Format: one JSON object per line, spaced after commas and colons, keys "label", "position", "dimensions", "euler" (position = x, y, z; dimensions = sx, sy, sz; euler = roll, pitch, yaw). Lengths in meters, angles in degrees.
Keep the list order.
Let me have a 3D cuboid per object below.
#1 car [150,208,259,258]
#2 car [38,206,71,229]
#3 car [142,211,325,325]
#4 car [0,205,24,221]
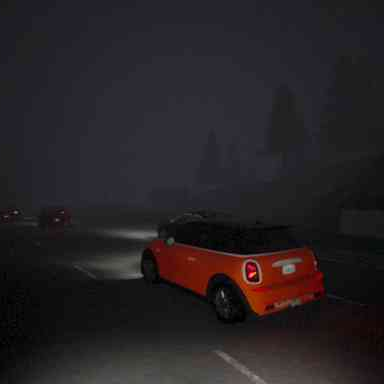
{"label": "car", "position": [0.301, 1.556, 14.139], "dimensions": [2.128, 1.511, 4.902], "euler": [-1, 0, -34]}
{"label": "car", "position": [-10.131, 1.756, 24.425], "dimensions": [1.882, 1.535, 5.008], "euler": [-1, 0, -27]}
{"label": "car", "position": [0.552, 1.381, 7.556], "dimensions": [2.097, 1.767, 4.553], "euler": [-1, 0, -32]}
{"label": "car", "position": [-16.772, 1.939, 30.596], "dimensions": [1.812, 1.442, 4.674], "euler": [-1, 0, -23]}
